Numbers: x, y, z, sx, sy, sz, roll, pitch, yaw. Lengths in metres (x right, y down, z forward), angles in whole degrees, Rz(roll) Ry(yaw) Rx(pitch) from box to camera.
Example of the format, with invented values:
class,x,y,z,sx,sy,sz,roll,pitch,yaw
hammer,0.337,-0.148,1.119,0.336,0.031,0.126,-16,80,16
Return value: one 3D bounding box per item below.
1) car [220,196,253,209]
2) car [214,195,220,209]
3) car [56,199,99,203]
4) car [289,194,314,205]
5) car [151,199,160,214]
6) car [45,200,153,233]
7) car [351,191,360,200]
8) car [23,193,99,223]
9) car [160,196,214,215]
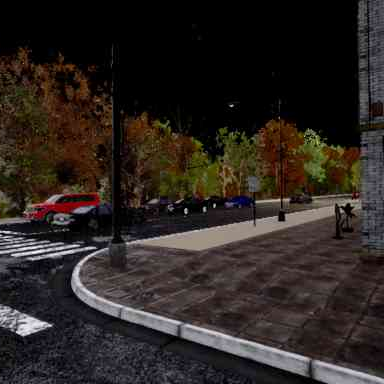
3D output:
class,x,y,z,sx,sy,sz,roll,pitch,yaw
car,5.493,1.179,38.457,1.812,1.442,4.674,-1,0,36
car,2.760,1.204,40.218,1.837,1.490,4.892,-1,0,37
car,-6.092,1.402,22.704,2.033,1.411,5.357,-1,0,36
car,15.081,1.036,45.688,2.033,1.411,5.357,-1,0,36
car,-3.056,1.347,32.315,2.033,1.411,5.357,-1,0,37
car,-4.938,1.384,18.454,2.033,1.411,5.357,-1,0,36
car,31.427,0.561,62.442,2.097,1.767,4.553,-1,0,36
car,-9.133,1.126,24.059,2.150,2.045,5.566,-1,0,36
car,-0.376,1.260,30.483,1.837,1.490,4.892,-1,0,36
